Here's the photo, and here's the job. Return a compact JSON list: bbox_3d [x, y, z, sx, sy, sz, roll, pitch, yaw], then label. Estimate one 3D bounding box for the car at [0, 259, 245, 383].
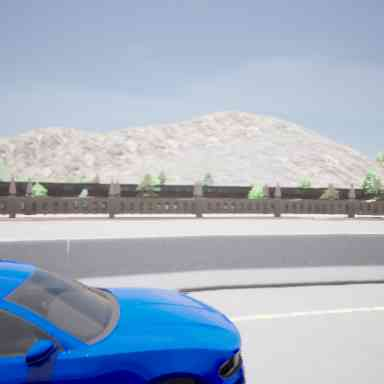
[{"bbox_3d":[-1.960,1.414,3.029,5.008,1.535,1.882,1,0,-16],"label":"car"}]
